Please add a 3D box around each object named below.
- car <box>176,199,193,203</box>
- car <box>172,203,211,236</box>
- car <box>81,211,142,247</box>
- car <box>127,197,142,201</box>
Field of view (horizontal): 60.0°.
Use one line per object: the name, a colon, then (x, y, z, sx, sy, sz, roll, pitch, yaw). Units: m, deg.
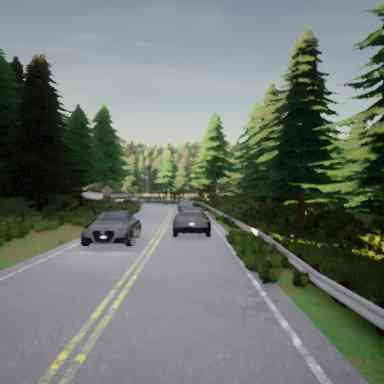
car: (-0.842, 1.495, 39.274, 2.033, 1.411, 5.357, 0, 0, -4)
car: (-0.038, 1.541, 18.216, 1.994, 1.385, 4.181, 0, 0, -1)
car: (-3.398, 1.529, 14.660, 1.994, 1.385, 4.181, 0, 0, -1)
car: (-9.995, 1.601, 56.575, 1.812, 1.442, 4.674, -3, 1, -35)
